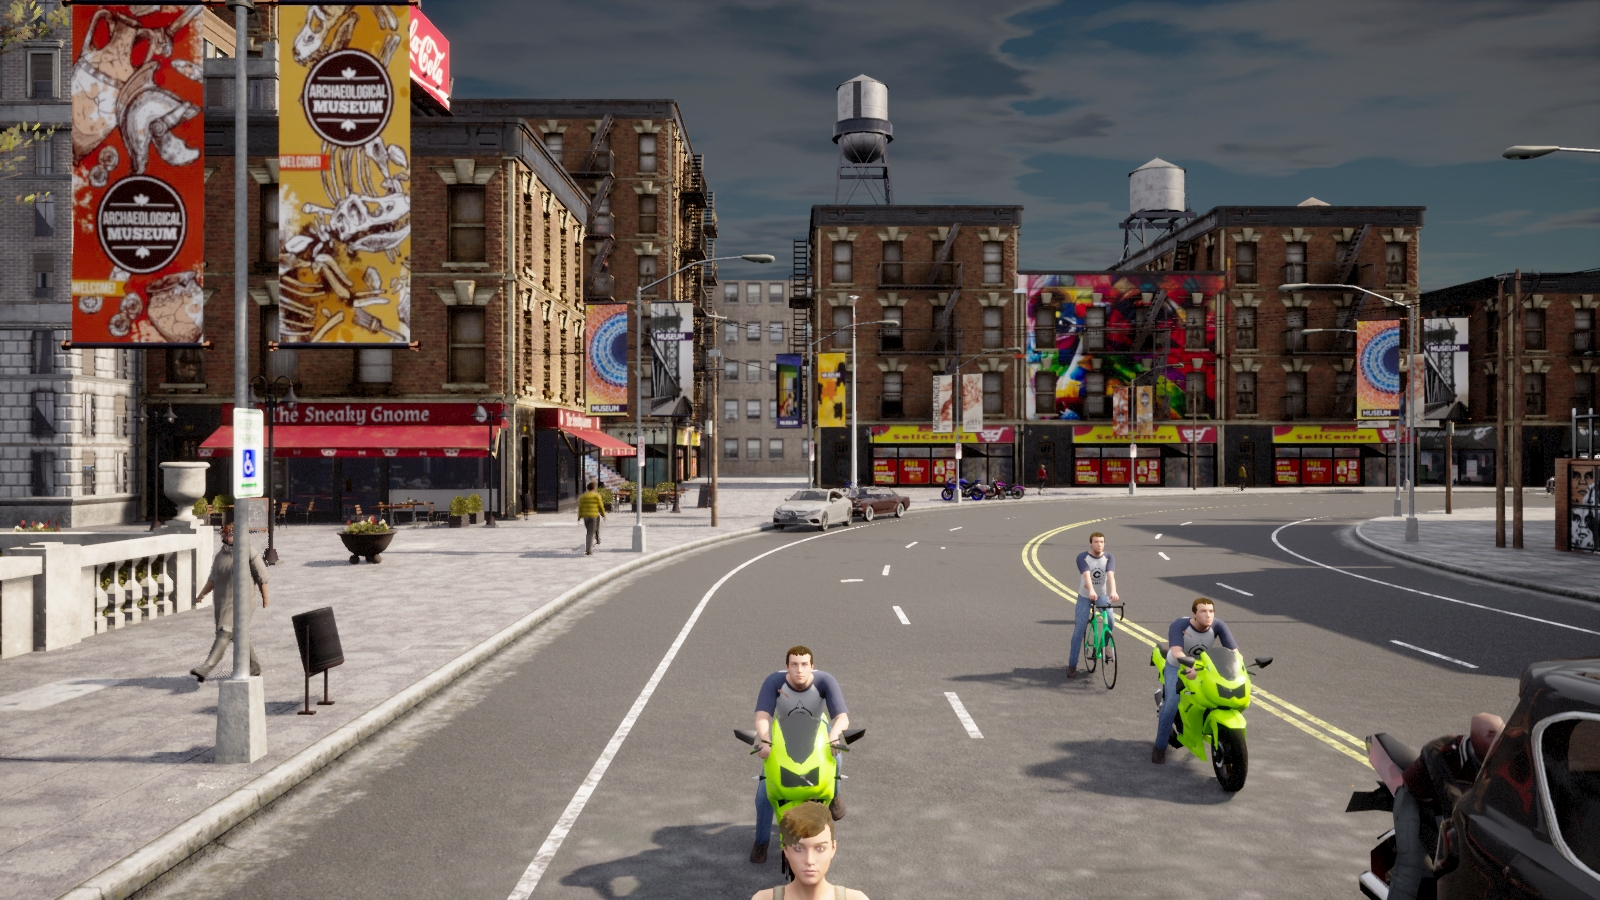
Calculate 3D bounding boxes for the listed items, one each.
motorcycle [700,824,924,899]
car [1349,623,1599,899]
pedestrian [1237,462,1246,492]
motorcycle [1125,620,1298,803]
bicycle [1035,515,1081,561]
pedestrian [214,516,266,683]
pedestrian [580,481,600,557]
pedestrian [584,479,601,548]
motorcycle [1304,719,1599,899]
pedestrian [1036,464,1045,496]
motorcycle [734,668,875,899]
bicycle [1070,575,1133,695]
[{"bbox_3d":[0.039,2.172,3.492,0.764,1.277,2.356,0,0,0],"label":"motorcycle"},{"bbox_3d":[3.469,1.786,2.202,2.150,2.045,5.566,0,0,0],"label":"car"},{"bbox_3d":[27.990,1.723,72.420,0.375,1.860,0.375,0,0,-18],"label":"pedestrian"},{"bbox_3d":[3.536,2.217,10.038,0.803,1.145,2.033,0,0,0],"label":"motorcycle"},{"bbox_3d":[6.673,2.268,29.601,0.859,1.080,1.487,0,0,0],"label":"bicycle"},{"bbox_3d":[-6.426,1.702,13.116,0.375,1.860,0.375,0,0,16],"label":"pedestrian"},{"bbox_3d":[-5.237,1.707,28.503,0.375,1.860,0.375,0,0,8],"label":"pedestrian"},{"bbox_3d":[-5.640,1.710,31.035,0.375,1.860,0.375,0,0,4],"label":"pedestrian"},{"bbox_3d":[3.501,2.239,5.852,0.867,1.251,2.209,1,-2,0],"label":"motorcycle"},{"bbox_3d":[13.948,1.723,66.179,0.375,1.860,0.375,0,0,-34],"label":"pedestrian"},{"bbox_3d":[0.030,2.215,7.575,0.803,1.145,2.033,0,0,0],"label":"motorcycle"},{"bbox_3d":[3.650,2.212,13.929,0.373,1.196,1.643,0,0,1],"label":"bicycle"}]
